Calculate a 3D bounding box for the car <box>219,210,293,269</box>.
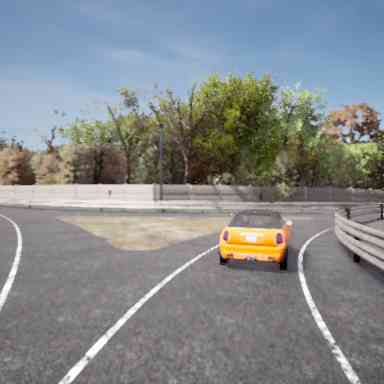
[{"bbox_3d":[2.418,1.406,11.778,2.097,1.767,4.553,1,0,18],"label":"car"}]
